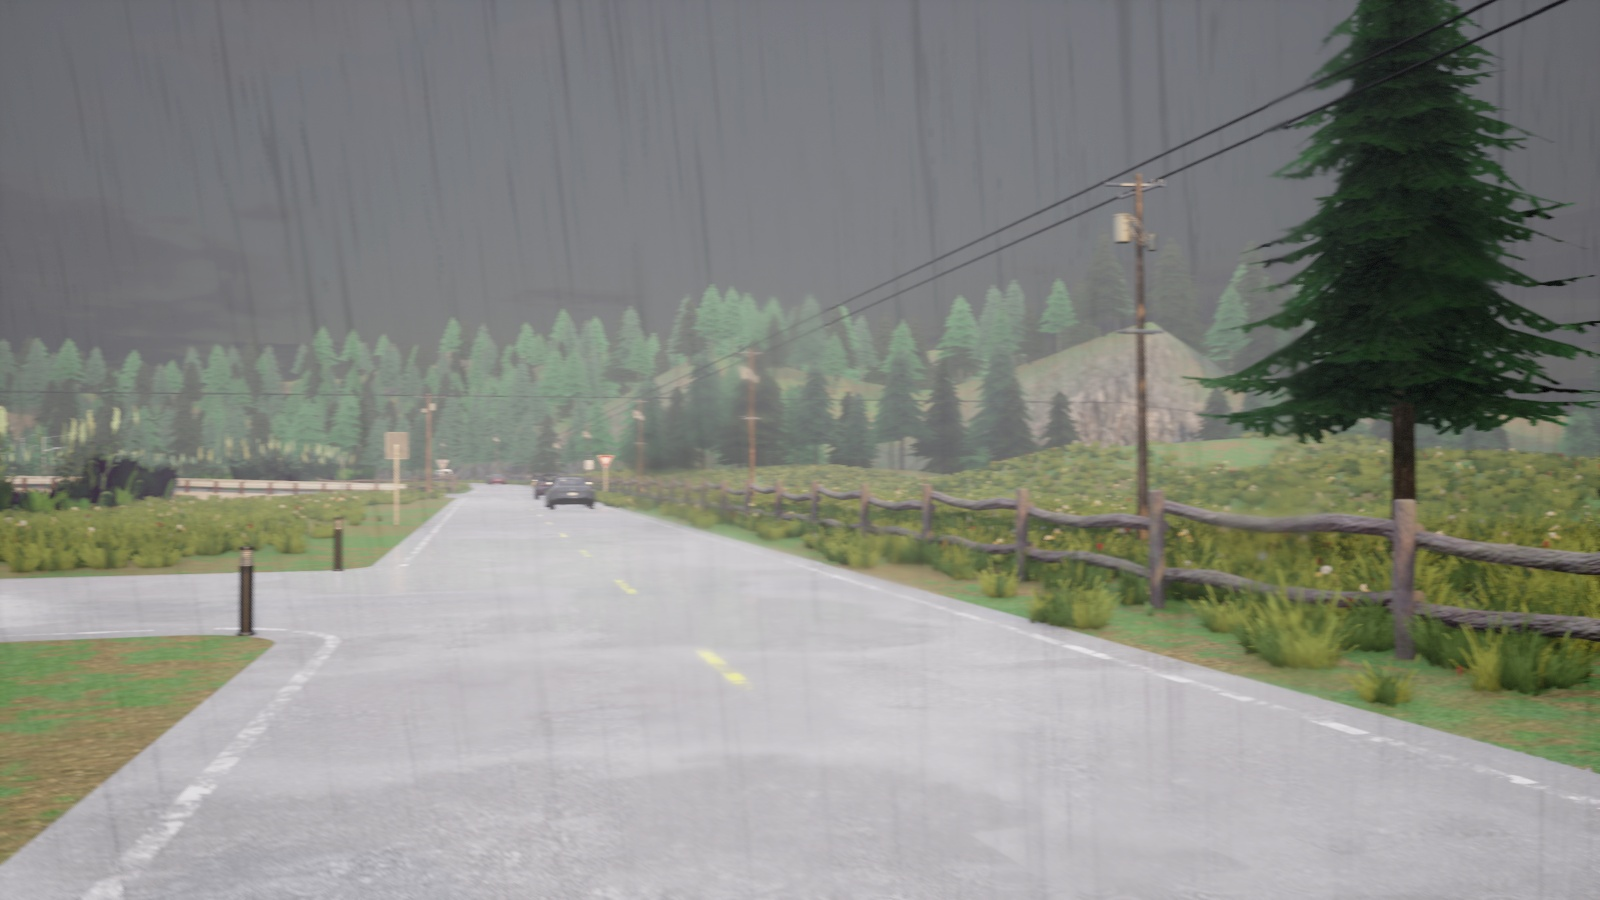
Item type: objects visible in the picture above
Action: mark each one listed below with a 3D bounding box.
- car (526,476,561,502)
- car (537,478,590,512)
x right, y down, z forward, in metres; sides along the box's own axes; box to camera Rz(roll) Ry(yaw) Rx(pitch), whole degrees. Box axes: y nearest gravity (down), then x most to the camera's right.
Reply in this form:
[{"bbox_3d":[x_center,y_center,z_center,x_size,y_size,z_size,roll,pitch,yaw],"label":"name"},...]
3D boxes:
[{"bbox_3d":[-14.865,2.237,72.609,1.816,1.474,4.193,0,-1,-14],"label":"car"},{"bbox_3d":[-10.239,1.921,54.241,1.994,1.385,4.181,0,-1,-14],"label":"car"}]
